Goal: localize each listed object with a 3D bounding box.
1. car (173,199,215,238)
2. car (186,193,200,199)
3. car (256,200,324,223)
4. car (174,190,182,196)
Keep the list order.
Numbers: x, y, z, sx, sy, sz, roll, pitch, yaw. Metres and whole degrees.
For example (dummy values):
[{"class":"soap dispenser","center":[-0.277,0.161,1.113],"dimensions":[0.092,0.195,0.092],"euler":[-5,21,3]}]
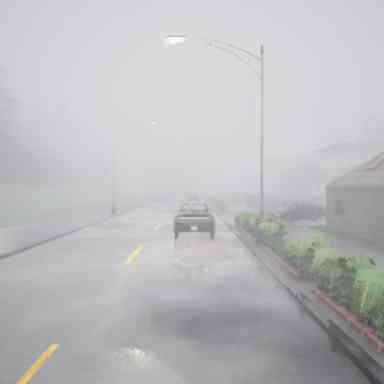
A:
[{"class":"car","center":[0.098,1.295,16.408],"dimensions":[2.128,1.511,4.902],"euler":[0,1,0]},{"class":"car","center":[0.112,0.887,52.107],"dimensions":[1.837,1.490,4.892],"euler":[0,0,0]},{"class":"car","center":[6.311,1.206,21.075],"dimensions":[5.357,1.415,2.033],"euler":[-1,1,-40]},{"class":"car","center":[-3.888,0.280,90.731],"dimensions":[2.097,1.767,4.553],"euler":[0,1,1]}]
